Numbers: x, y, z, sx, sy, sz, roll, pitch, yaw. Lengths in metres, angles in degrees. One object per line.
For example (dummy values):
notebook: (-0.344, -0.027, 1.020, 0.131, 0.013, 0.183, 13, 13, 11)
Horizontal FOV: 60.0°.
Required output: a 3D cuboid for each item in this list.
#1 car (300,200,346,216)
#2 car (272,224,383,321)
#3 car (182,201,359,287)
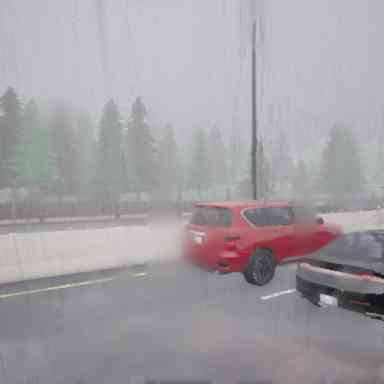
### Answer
car: (13.804, 1.648, 35.052, 5.008, 1.535, 1.882, 0, -1, -31)
car: (4.154, 1.523, 6.768, 4.902, 1.511, 2.128, 0, 0, -36)
car: (2.322, 1.273, 9.765, 5.566, 2.045, 2.150, 0, 0, -36)
